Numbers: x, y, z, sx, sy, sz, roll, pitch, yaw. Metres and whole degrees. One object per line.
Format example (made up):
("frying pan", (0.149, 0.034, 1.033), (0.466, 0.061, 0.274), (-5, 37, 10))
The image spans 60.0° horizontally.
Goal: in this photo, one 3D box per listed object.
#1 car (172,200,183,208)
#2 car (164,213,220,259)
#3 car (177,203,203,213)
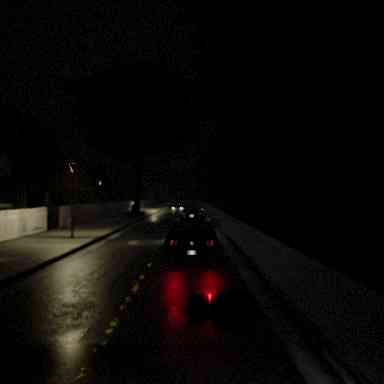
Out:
("car", (-2.805, 2.276, 64.614), (1.837, 1.490, 4.892), (0, -1, 1))
("car", (0.010, 1.751, 13.285), (1.895, 1.301, 4.718), (0, -1, 0))
("car", (0.004, 1.893, 28.419), (1.994, 1.385, 4.181), (0, -1, 1))
